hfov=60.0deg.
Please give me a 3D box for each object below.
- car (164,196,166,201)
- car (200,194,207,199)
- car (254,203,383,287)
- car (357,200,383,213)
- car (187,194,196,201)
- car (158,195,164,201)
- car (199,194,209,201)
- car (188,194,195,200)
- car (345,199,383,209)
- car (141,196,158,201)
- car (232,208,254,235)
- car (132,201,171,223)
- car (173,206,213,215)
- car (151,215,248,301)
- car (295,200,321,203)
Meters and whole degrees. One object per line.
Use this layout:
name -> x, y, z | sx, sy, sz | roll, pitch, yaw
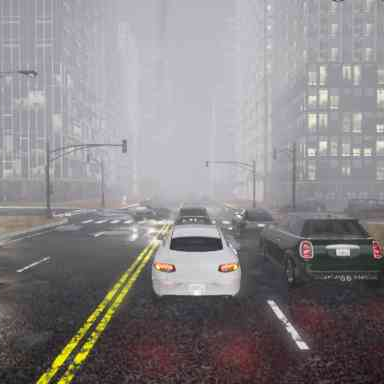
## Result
car -> -6.681, 1.416, 71.475 | 1.882, 1.535, 5.008 | 0, 0, 0
car -> 3.022, 1.266, 90.773 | 1.812, 1.442, 4.674 | 0, 0, 0
car -> 3.327, 1.348, 9.460 | 2.097, 1.767, 4.553 | 0, 0, 0
car -> 21.715, 1.642, 37.900 | 4.829, 1.417, 1.752 | 1, 0, 1
car -> -0.201, 1.418, 80.348 | 1.837, 1.490, 4.892 | 0, 0, 0
car -> -6.722, 1.429, 61.100 | 1.882, 1.535, 5.008 | 0, 0, 1
car -> 3.049, 1.396, 80.356 | 1.882, 1.535, 5.008 | 0, 0, 0
car -> -0.228, 1.220, 90.766 | 1.882, 1.535, 5.008 | 0, 0, 0
car -> 16.127, 1.519, 29.599 | 5.009, 1.841, 2.192 | 1, 0, 1
car -> -6.718, 1.528, 50.776 | 1.994, 1.385, 4.181 | 0, 0, 0
car -> 3.304, 1.555, 17.846 | 1.994, 1.385, 4.181 | 0, 0, 0
car -> -3.028, 1.614, 25.528 | 1.895, 1.301, 4.718 | 0, -1, 9
car -> 0.056, 1.495, 17.432 | 1.837, 1.490, 4.892 | 0, 0, 0
car -> 0.081, 1.522, 8.184 | 1.812, 1.442, 4.674 | 0, 0, 0
car -> 11.791, 1.577, 35.447 | 4.892, 1.490, 1.837 | 1, 1, 1
